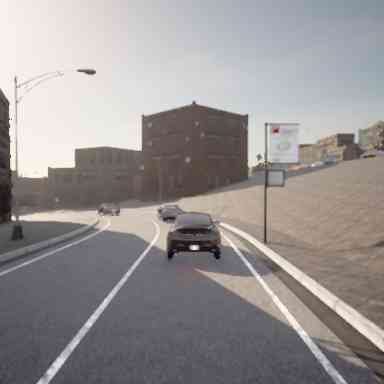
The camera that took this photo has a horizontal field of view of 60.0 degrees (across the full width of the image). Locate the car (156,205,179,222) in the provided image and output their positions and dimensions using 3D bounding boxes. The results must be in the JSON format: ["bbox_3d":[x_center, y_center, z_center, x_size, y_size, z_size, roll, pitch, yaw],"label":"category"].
[{"bbox_3d":[-1.882,1.781,28.721,1.994,1.385,4.181,0,-1,-13],"label":"car"}]

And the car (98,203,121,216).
[{"bbox_3d":[-10.101,2.087,40.495,2.128,1.511,4.902,-1,-2,-27],"label":"car"}]

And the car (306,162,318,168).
[{"bbox_3d":[21.372,-4.371,55.886,2.002,1.452,4.674,0,1,-1],"label":"car"}]

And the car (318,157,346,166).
[{"bbox_3d":[21.492,-4.456,50.392,2.185,1.767,4.553,0,1,-1],"label":"car"}]

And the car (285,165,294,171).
[{"bbox_3d":[21.128,-4.699,67.076,2.185,1.767,4.553,0,1,-1],"label":"car"}]

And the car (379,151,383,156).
[{"bbox_3d":[21.859,-4.068,33.938,2.231,1.521,4.892,0,1,-1],"label":"car"}]

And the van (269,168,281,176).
[{"bbox_3d":[20.770,-5.006,83.485,1.878,1.987,4.442,0,1,-1],"label":"van"}]

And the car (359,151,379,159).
[{"bbox_3d":[21.730,-4.164,39.456,2.231,1.521,4.892,0,1,-1],"label":"car"}]

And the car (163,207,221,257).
[{"bbox_3d":[0.042,1.532,12.976,1.837,1.490,4.892,0,0,-1],"label":"car"}]

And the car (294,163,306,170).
[{"bbox_3d":[21.249,-4.621,61.558,2.185,1.767,4.553,0,1,-1],"label":"car"}]
